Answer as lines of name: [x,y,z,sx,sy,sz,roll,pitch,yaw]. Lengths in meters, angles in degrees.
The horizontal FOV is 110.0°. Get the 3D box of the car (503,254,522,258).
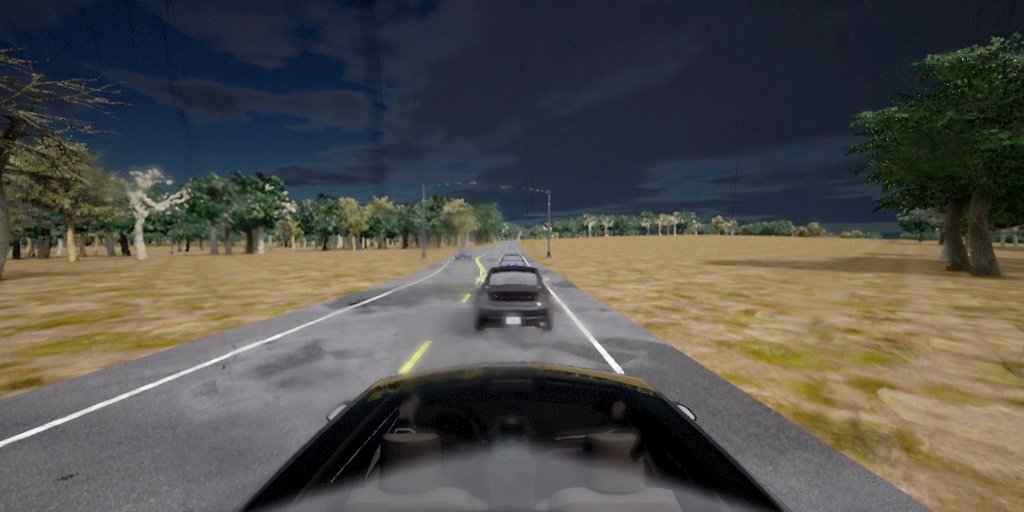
car: [0.040,0.564,25.611,2.033,1.411,5.357,0,2,0]

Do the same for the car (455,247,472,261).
car: [-6.322,-0.327,47.137,2.097,1.767,4.553,0,2,-5]

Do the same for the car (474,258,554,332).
car: [0.049,1.006,9.898,1.837,1.490,4.892,0,2,0]
